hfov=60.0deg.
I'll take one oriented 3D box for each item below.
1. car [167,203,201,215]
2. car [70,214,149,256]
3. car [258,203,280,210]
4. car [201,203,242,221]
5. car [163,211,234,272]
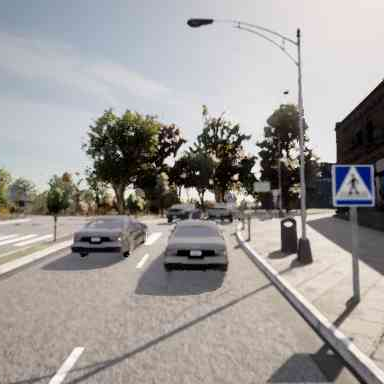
[{"bbox_3d":[-0.462,1.724,27.257,1.837,1.490,4.892,-2,-3,20],"label":"car"},{"bbox_3d":[-3.020,1.592,13.235,2.033,1.411,5.357,0,0,2],"label":"car"},{"bbox_3d":[19.009,3.736,82.186,5.566,2.045,2.150,-4,-6,41],"label":"car"},{"bbox_3d":[2.771,1.628,26.328,2.128,1.511,4.902,-2,-3,22],"label":"car"},{"bbox_3d":[0.158,1.584,10.829,2.033,1.411,5.357,0,0,1],"label":"car"}]
